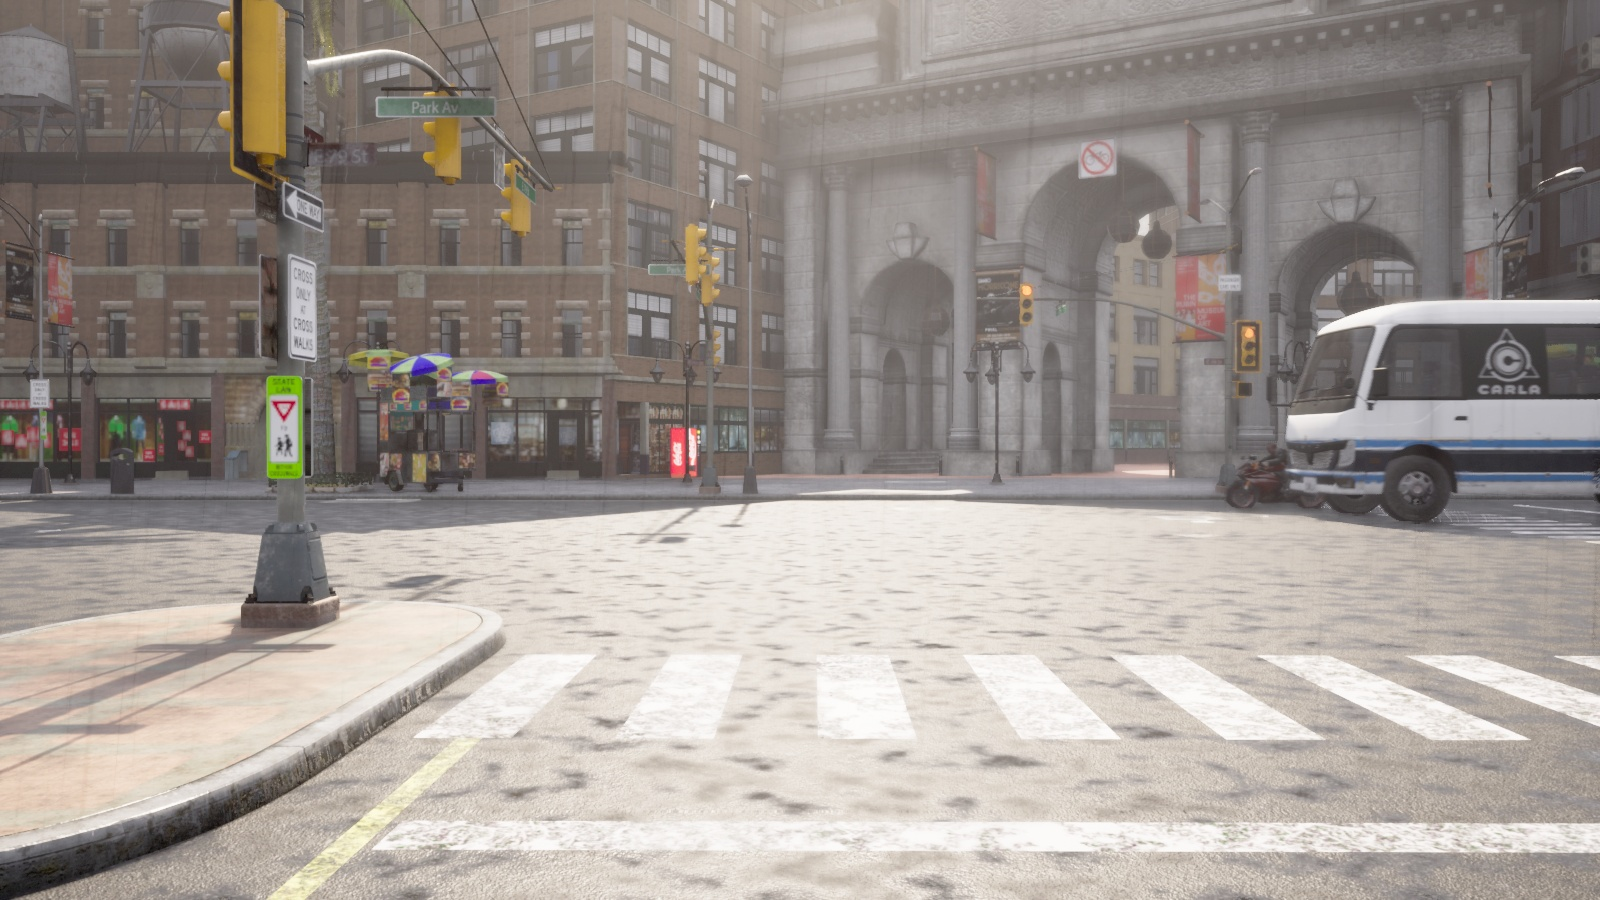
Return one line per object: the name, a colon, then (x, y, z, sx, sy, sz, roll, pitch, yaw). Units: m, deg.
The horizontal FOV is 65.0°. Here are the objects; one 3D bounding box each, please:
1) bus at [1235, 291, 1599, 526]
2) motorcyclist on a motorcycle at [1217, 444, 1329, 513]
bus: (14.388, -0.758, 24.702, 10.273, 4.253, 3.944, 0, 0, 1)
motorcyclist on a motorcycle: (10.631, 0.631, 28.265, 2.191, 1.530, 0.866, 0, 0, 1)
